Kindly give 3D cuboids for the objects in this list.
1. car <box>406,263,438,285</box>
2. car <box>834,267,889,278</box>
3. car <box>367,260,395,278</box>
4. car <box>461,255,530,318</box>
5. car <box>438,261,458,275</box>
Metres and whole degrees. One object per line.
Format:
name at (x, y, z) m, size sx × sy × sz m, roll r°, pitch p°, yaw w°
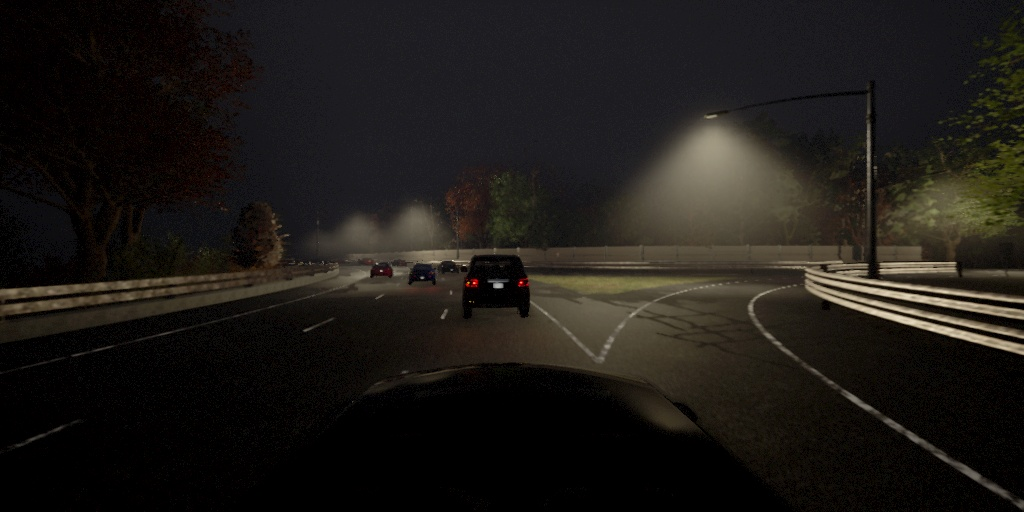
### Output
car at (-6.642, 1.302, 26.757) m, size 1.812 × 1.442 × 4.674 m, roll 0°, pitch 0°, yaw -13°
car at (31.233, 1.237, 31.929) m, size 4.718 × 1.301 × 1.895 m, roll 0°, pitch 0°, yaw -19°
car at (-12.815, 1.364, 35.304) m, size 1.994 × 1.385 × 4.181 m, roll 0°, pitch 0°, yaw -18°
car at (-0.702, 0.975, 13.305) m, size 2.150 × 2.045 × 5.566 m, roll 0°, pitch 0°, yaw -6°
car at (-7.294, 1.305, 40.652) m, size 1.812 × 1.442 × 4.674 m, roll 0°, pitch 0°, yaw -20°
